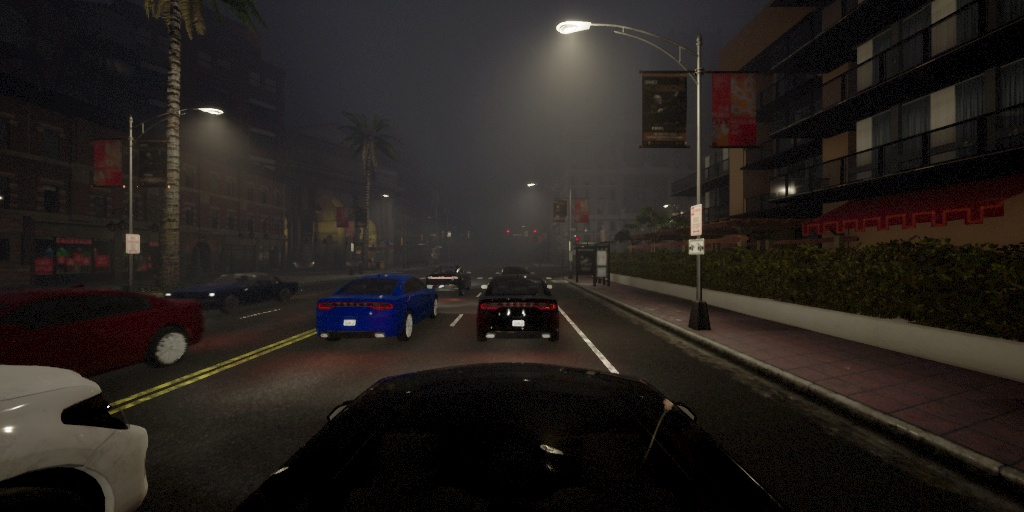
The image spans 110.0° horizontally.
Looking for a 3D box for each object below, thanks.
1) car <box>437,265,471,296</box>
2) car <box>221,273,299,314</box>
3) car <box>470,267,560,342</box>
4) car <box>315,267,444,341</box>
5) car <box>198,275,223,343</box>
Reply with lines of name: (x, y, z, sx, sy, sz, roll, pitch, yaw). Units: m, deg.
car: (-3.334, 1.242, 19.388, 2.128, 1.511, 4.902, 0, 0, 0)
car: (-10.537, 1.351, 13.894, 1.895, 1.301, 4.718, 0, 0, 0)
car: (0.135, 1.228, 9.848, 1.882, 1.535, 5.008, 0, 0, 0)
car: (-3.360, 1.228, 9.883, 1.882, 1.535, 5.008, 0, 0, 0)
car: (-7.087, 1.227, 5.044, 1.882, 1.535, 5.008, 0, 0, 0)
